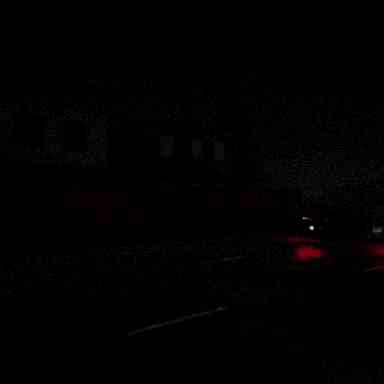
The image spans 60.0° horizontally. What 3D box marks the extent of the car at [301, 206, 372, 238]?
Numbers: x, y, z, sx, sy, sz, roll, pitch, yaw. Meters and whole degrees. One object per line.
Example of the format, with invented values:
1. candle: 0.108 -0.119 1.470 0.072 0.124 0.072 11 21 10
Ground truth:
1. car: 7.929 1.540 18.081 4.892 1.490 1.837 0 0 -37

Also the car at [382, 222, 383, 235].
1. car: 10.791 1.563 15.754 4.674 1.442 1.812 0 0 -35
